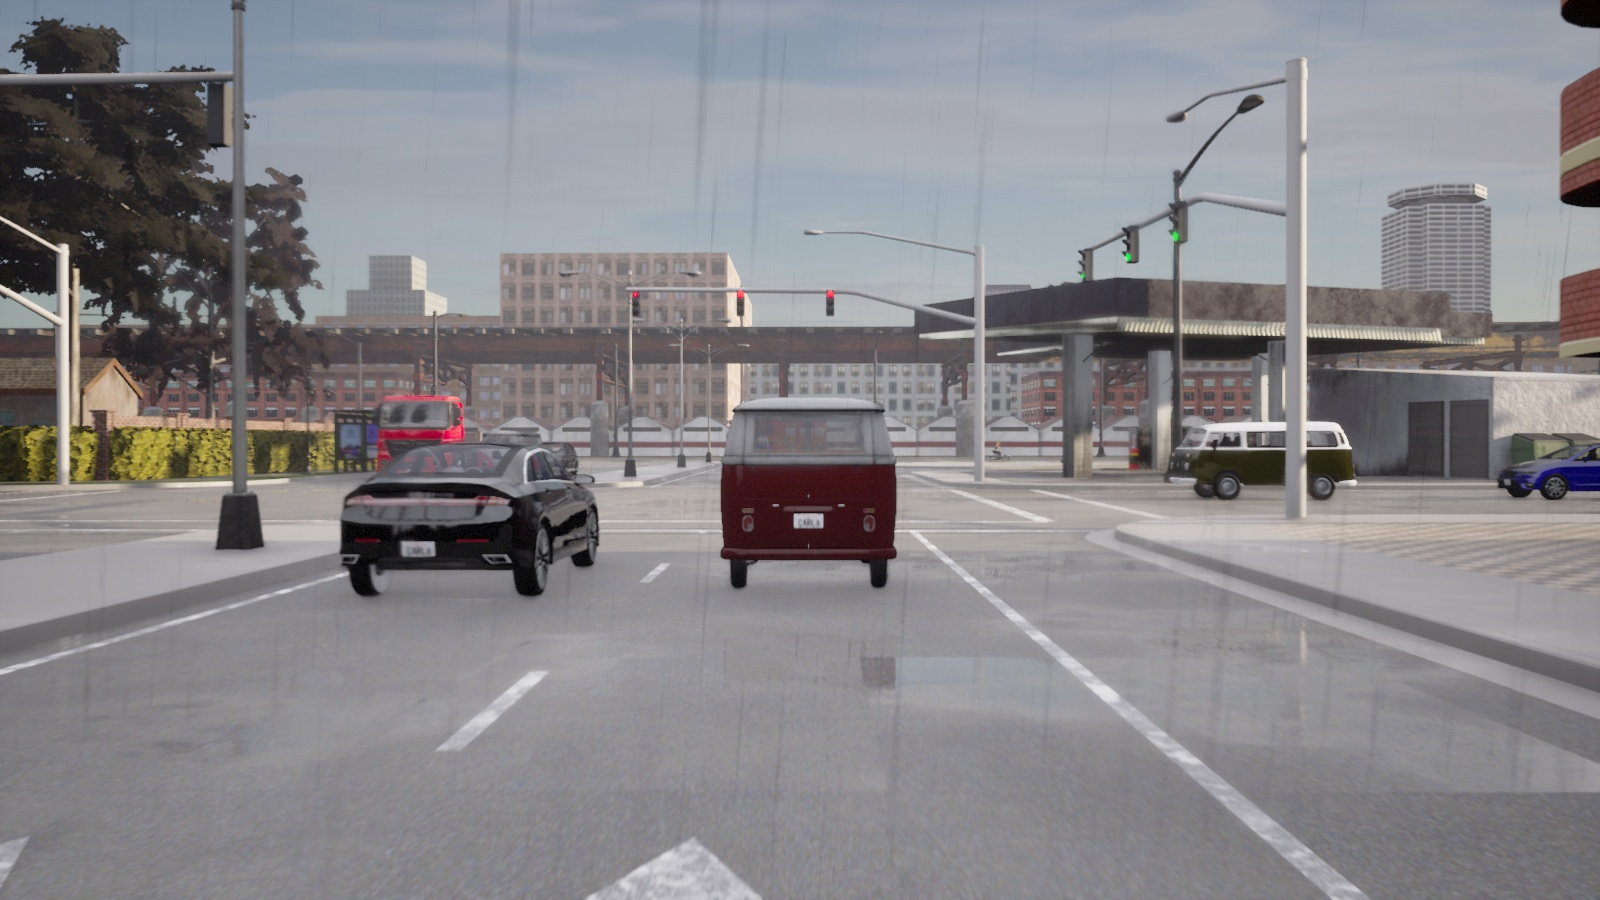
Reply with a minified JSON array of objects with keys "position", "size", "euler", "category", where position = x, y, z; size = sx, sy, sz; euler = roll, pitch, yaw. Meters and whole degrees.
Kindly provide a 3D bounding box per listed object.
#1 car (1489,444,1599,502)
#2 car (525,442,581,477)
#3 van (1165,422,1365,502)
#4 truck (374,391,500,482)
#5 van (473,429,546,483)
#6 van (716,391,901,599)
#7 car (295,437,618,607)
[{"position":[20.719,0.591,33.037],"size":[4.193,1.474,1.816],"euler":[0,0,-1],"category":"car"},{"position":[-11.161,0.395,56.901],"size":[1.789,1.549,3.705],"euler":[0,0,0],"category":"car"},{"position":[12.125,0.294,32.971],"size":[4.480,2.038,2.069],"euler":[0,0,-1],"category":"van"},{"position":[-14.736,-0.538,51.656],"size":[2.891,3.462,7.936],"euler":[0,0,0],"category":"truck"},{"position":[-11.208,0.216,48.662],"size":[1.775,1.987,4.442],"euler":[0,0,0],"category":"van"},{"position":[0.096,0.419,14.262],"size":[1.775,1.987,4.442],"euler":[0,0,0],"category":"van"},{"position":[-3.408,0.623,13.609],"size":[2.128,1.511,4.902],"euler":[0,0,0],"category":"car"}]
